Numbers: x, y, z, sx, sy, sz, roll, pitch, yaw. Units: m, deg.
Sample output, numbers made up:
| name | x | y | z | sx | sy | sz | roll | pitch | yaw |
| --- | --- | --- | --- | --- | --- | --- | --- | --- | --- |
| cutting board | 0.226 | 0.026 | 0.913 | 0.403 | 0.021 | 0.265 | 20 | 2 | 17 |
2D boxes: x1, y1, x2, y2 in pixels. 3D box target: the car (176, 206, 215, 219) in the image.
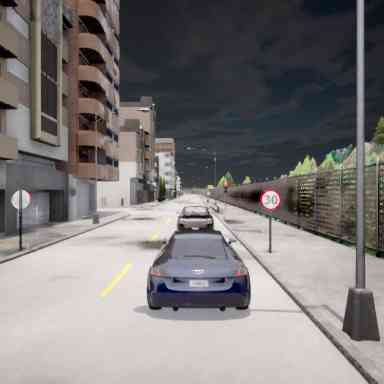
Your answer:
| name | x | y | z | sx | sy | sz | roll | pitch | yaw |
| --- | --- | --- | --- | --- | --- | --- | --- | --- | --- |
| car | 0.185 | 1.492 | 17.734 | 2.128 | 1.511 | 4.902 | 0 | 0 | 1 |

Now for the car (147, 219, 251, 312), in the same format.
| name | x | y | z | sx | sy | sz | roll | pitch | yaw |
| --- | --- | --- | --- | --- | --- | --- | --- | --- | --- |
| car | 0.131 | 1.564 | 7.819 | 1.994 | 1.385 | 4.181 | 0 | 0 | 0 |
